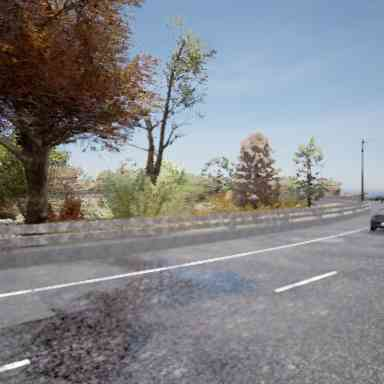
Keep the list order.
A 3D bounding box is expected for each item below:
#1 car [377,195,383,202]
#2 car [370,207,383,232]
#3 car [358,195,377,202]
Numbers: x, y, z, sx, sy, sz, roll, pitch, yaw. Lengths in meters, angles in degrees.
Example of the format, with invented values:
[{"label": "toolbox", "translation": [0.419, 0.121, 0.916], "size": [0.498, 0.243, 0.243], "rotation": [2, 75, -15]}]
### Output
[{"label": "car", "translation": [42.373, 1.476, 74.125], "size": [1.837, 1.490, 4.892], "rotation": [0, 0, 7]}, {"label": "car", "translation": [11.913, 1.568, 19.509], "size": [1.812, 1.442, 4.674], "rotation": [0, 0, 43]}, {"label": "car", "translation": [38.921, 1.509, 74.706], "size": [2.128, 1.511, 4.902], "rotation": [0, 0, 7]}]
